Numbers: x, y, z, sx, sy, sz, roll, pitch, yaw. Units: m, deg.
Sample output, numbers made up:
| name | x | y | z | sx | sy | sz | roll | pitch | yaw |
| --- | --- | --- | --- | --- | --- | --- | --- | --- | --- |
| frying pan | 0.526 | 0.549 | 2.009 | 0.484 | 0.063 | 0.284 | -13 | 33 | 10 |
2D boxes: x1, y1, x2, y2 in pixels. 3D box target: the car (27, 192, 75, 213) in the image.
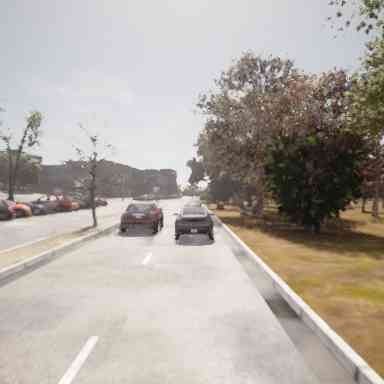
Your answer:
| name | x | y | z | sx | sy | sz | roll | pitch | yaw |
| --- | --- | --- | --- | --- | --- | --- | --- | --- | --- |
| car | -16.829 | 1.390 | 38.708 | 5.566 | 2.045 | 2.435 | -1 | 0 | -20 |

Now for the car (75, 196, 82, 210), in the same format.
| name | x | y | z | sx | sy | sz | roll | pitch | yaw |
| --- | --- | --- | --- | --- | --- | --- | --- | --- | --- |
| car | -16.969 | 1.664 | 41.656 | 5.366 | 1.575 | 1.946 | -1 | 0 | -20 |

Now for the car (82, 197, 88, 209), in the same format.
| name | x | y | z | sx | sy | sz | roll | pitch | yaw |
| --- | --- | --- | --- | --- | --- | --- | --- | --- | --- |
| car | -16.781 | 1.730 | 44.723 | 4.674 | 1.452 | 2.002 | -1 | 0 | -20 |

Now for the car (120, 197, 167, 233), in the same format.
| name | x | y | z | sx | sy | sz | roll | pitch | yaw |
| --- | --- | --- | --- | --- | --- | --- | --- | --- | --- |
| car | -2.903 | 1.383 | 20.167 | 2.097 | 1.767 | 4.553 | 0 | 0 | 0 |

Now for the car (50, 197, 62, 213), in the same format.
| name | x | y | z | sx | sy | sz | roll | pitch | yaw |
| --- | --- | --- | --- | --- | --- | --- | --- | --- | --- |
| car | -16.828 | 1.646 | 35.703 | 4.792 | 1.488 | 2.163 | -1 | 0 | -20 |

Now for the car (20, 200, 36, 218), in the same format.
| name | x | y | z | sx | sy | sz | roll | pitch | yaw |
| --- | --- | --- | --- | --- | --- | --- | --- | --- | --- |
| car | -16.839 | 1.448 | 29.710 | 4.553 | 1.767 | 2.185 | -1 | -1 | -20 |

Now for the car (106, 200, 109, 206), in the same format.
| name | x | y | z | sx | sy | sz | roll | pitch | yaw |
| --- | --- | --- | --- | --- | --- | --- | --- | --- | --- |
| car | -16.641 | 1.664 | 56.771 | 4.553 | 1.767 | 2.185 | -1 | 0 | -19 |

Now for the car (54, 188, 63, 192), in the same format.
| name | x | y | z | sx | sy | sz | roll | pitch | yaw |
| --- | --- | --- | --- | --- | --- | --- | --- | --- | --- |
| car | -34.184 | 0.022 | 85.511 | 2.435 | 2.045 | 5.566 | 6 | -3 | -19 |

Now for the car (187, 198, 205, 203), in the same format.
| name | x | y | z | sx | sy | sz | roll | pitch | yaw |
| --- | --- | --- | --- | --- | --- | --- | --- | --- | --- |
| car | 0.095 | 1.667 | 34.853 | 2.033 | 1.411 | 5.357 | 0 | 0 | 0 |

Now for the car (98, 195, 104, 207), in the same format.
| name | x | y | z | sx | sy | sz | roll | pitch | yaw |
| --- | --- | --- | --- | --- | --- | --- | --- | --- | --- |
| car | -16.730 | 1.488 | 50.758 | 5.566 | 2.045 | 2.435 | -1 | -1 | -20 |

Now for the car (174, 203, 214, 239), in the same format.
| name | x | y | z | sx | sy | sz | roll | pitch | yaw |
| --- | --- | --- | --- | --- | --- | --- | --- | --- | --- |
| car | 0.097 | 1.525 | 17.401 | 1.837 | 1.490 | 4.892 | 0 | 0 | 0 |

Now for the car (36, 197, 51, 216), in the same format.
| name | x | y | z | sx | sy | sz | roll | pitch | yaw |
| --- | --- | --- | --- | --- | --- | --- | --- | --- | --- |
| car | -16.812 | 1.596 | 32.719 | 4.892 | 1.521 | 2.231 | -1 | -1 | -20 |

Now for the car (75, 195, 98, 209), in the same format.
| name | x | y | z | sx | sy | sz | roll | pitch | yaw |
| --- | --- | --- | --- | --- | --- | --- | --- | --- | --- |
| car | -16.802 | 1.463 | 47.722 | 5.566 | 2.045 | 2.435 | -1 | 0 | -20 |

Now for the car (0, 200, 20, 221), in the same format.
| name | x | y | z | sx | sy | sz | roll | pitch | yaw |
| --- | --- | --- | --- | --- | --- | --- | --- | --- | --- |
| car | -16.778 | 1.428 | 26.724 | 4.553 | 1.767 | 2.185 | -1 | 0 | -20 |

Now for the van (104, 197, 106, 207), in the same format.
| name | x | y | z | sx | sy | sz | roll | pitch | yaw |
| --- | --- | --- | --- | --- | --- | --- | --- | --- | --- |
| van | -16.615 | 1.537 | 53.794 | 4.442 | 1.987 | 1.878 | -1 | -1 | -19 |
